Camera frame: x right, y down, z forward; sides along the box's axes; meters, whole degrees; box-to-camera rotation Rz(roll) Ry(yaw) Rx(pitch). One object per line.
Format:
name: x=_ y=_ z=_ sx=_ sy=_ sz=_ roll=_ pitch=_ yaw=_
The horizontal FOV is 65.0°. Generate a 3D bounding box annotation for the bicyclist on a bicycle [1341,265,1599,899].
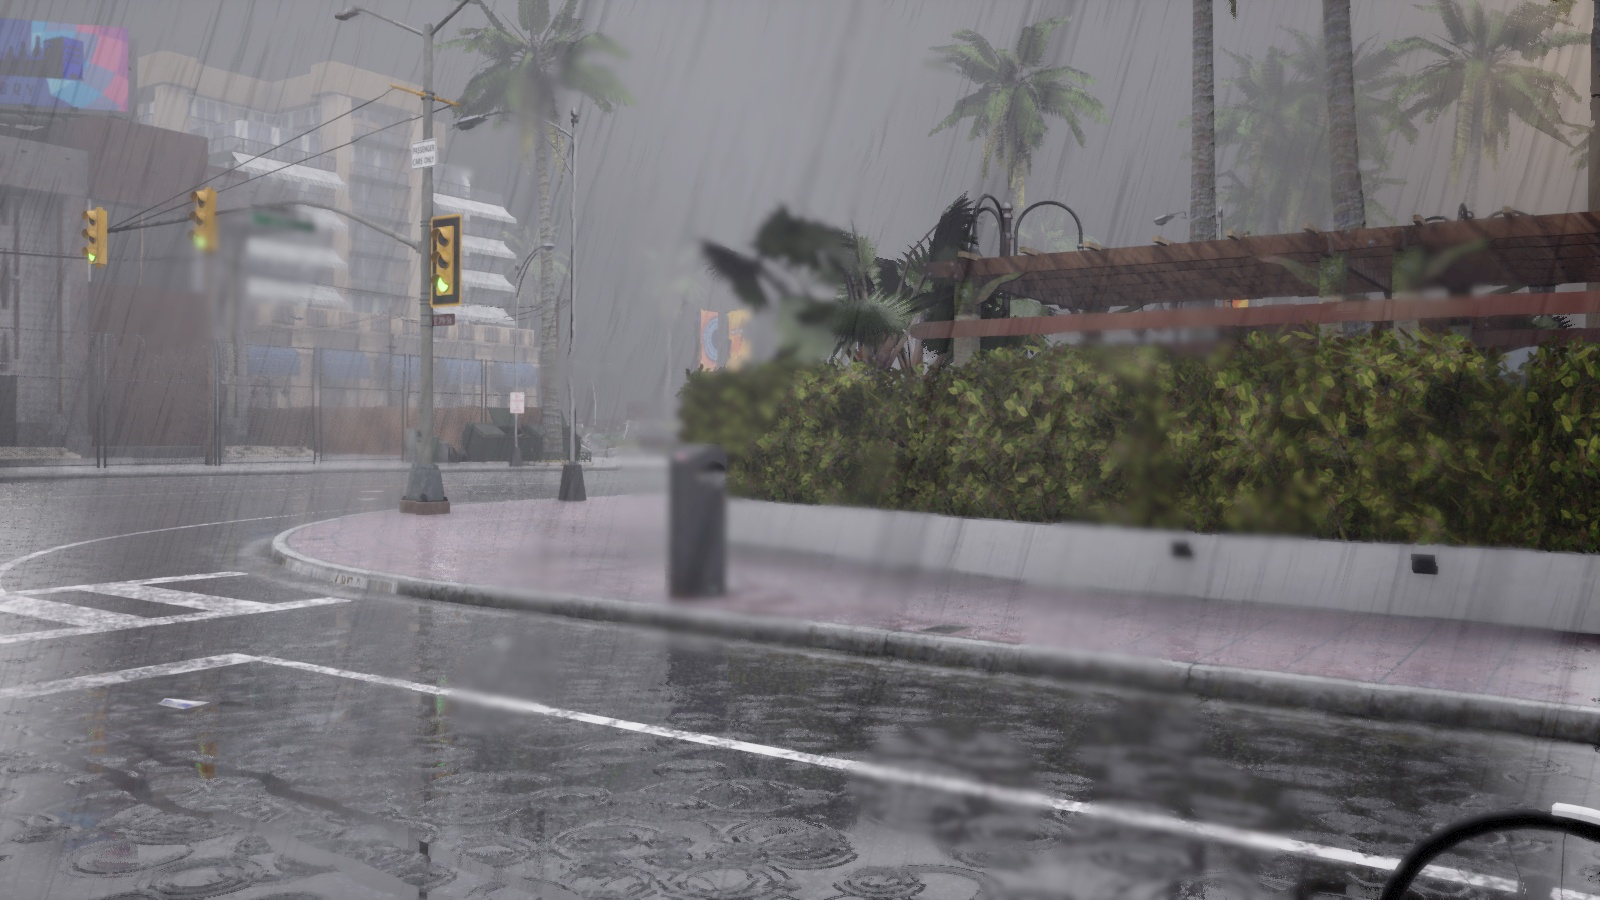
bicyclist on a bicycle: x=2.029 y=0.553 z=2.267 sx=1.843 sy=1.776 sz=0.659 roll=0 pitch=1 yaw=34
